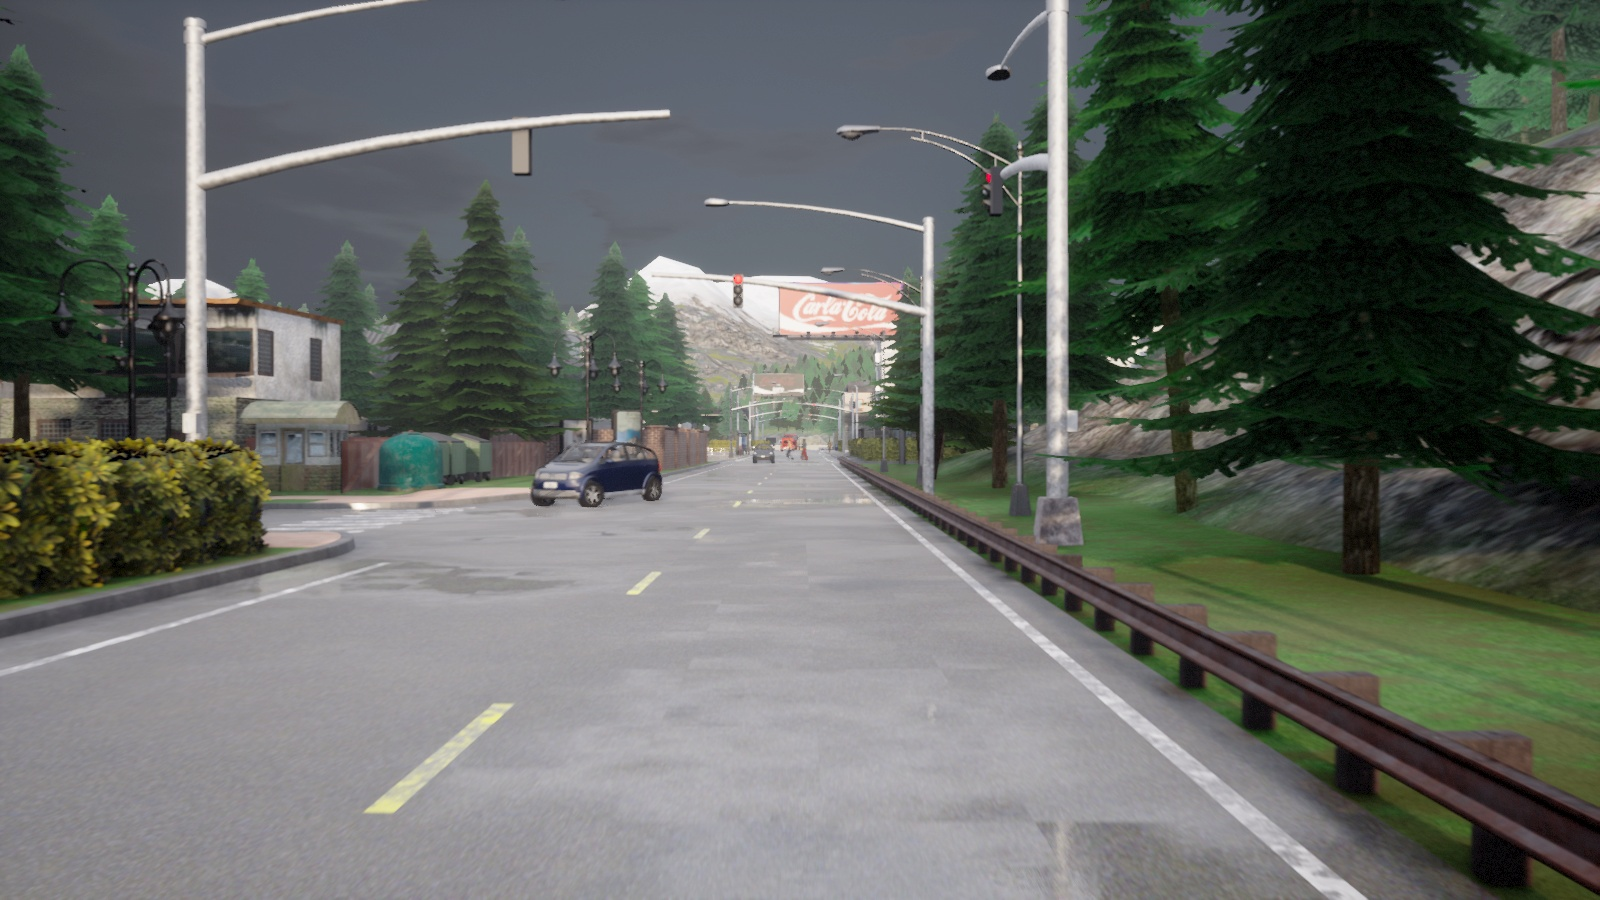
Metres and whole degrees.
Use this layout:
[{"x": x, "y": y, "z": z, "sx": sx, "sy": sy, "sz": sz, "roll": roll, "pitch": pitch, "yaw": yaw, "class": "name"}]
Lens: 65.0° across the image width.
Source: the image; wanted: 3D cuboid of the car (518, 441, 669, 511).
[{"x": -5.092, "y": 0.584, "z": 31.368, "sx": 1.789, "sy": 1.549, "sz": 3.705, "roll": 1, "pitch": 2, "yaw": 29, "class": "car"}]
